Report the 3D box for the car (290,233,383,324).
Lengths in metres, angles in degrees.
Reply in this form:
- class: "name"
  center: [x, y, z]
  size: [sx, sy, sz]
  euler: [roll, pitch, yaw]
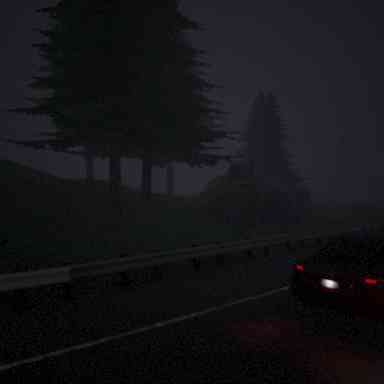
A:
- class: "car"
  center: [3.961, 1.580, 7.096]
  size: [4.181, 1.385, 1.994]
  euler: [0, 0, -39]
